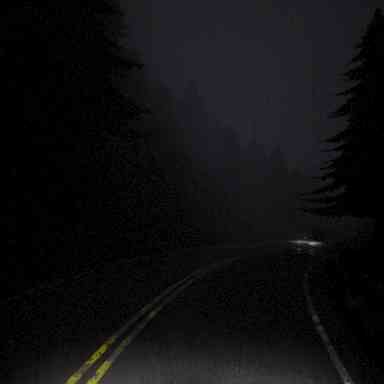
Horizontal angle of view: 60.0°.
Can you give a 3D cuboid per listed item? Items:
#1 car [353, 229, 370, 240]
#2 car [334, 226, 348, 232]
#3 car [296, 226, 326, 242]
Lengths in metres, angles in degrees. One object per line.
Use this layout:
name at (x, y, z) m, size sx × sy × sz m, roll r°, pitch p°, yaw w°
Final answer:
car at (21.501, 5.337, 41.900) m, size 2.033 × 1.411 × 5.357 m, roll 0°, pitch -5°, yaw 33°
car at (31.316, 7.965, 70.247) m, size 1.882 × 1.535 × 5.008 m, roll 0°, pitch -5°, yaw 4°
car at (12.223, 4.230, 33.908) m, size 2.033 × 1.411 × 5.357 m, roll 0°, pitch -5°, yaw 34°
